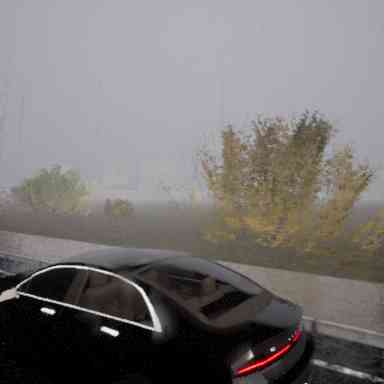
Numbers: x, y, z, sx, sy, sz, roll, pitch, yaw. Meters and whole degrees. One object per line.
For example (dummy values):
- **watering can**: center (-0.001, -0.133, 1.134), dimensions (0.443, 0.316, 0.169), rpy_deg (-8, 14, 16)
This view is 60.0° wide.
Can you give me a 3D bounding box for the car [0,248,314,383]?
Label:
- **car**: center (-1.025, 1.502, 4.294), dimensions (4.892, 1.490, 1.837), rpy_deg (0, 0, 36)
